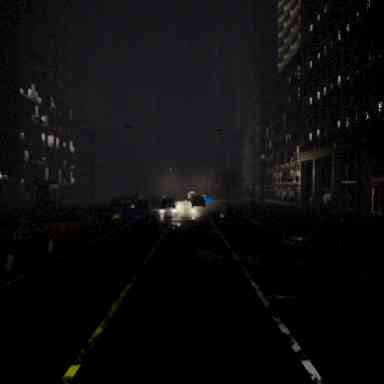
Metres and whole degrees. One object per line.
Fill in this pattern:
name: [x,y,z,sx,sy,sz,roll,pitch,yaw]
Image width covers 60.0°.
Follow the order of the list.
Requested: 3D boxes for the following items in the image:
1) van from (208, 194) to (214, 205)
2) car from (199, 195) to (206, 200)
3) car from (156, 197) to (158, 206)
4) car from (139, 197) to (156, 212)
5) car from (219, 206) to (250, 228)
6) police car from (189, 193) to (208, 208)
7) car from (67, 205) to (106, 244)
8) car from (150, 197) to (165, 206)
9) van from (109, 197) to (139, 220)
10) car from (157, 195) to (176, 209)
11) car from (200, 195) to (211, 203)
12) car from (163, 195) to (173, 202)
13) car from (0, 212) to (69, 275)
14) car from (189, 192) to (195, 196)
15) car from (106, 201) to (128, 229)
van: [2.689,1.295,55.245,1.690,1.788,3.998,-1,0,0]
car: [2.702,1.481,89.165,1.752,1.417,4.829,-1,0,0]
car: [-5.688,1.506,49.622,2.008,1.369,4.403,-1,0,0]
car: [-5.691,1.506,38.370,1.887,1.381,4.507,-1,0,0]
car: [2.685,1.557,21.494,1.802,1.307,4.206,-1,0,0]
police car: [0.913,1.382,47.479,1.930,1.638,5.238,0,0,0]
car: [-5.698,1.505,15.701,1.752,1.417,4.829,-1,0,0]
car: [-5.687,1.505,55.246,2.008,1.369,4.403,-1,0,0]
van: [-5.698,1.311,27.120,1.690,1.788,3.998,-1,0,0]
car: [-3.075,1.465,43.591,1.837,1.490,4.892,0,0,0]
car: [2.694,1.393,66.494,1.967,1.590,4.097,-1,0,0]
car: [-5.681,1.504,77.746,2.008,1.369,4.403,-1,0,0]
car: [-5.699,1.537,10.246,2.008,1.369,4.403,-1,0,0]
car: [0.904,1.306,57.343,2.097,1.767,4.553,0,0,0]
car: [-5.696,1.519,21.496,1.887,1.381,4.507,-1,0,0]
